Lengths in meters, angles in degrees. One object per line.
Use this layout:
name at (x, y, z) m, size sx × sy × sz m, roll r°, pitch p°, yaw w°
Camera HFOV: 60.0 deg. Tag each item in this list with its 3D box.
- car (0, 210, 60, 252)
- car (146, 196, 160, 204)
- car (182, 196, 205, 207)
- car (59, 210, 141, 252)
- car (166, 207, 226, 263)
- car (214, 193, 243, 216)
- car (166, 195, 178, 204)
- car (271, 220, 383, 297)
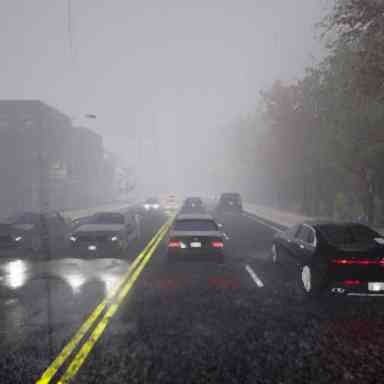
car at (-6.595, 1.478, 13.828) m, size 2.033 × 1.411 × 5.357 m, roll 0°, pitch 0°, yaw 0°
car at (-6.534, 1.326, 55.332) m, size 1.895 × 1.301 × 4.718 m, roll 0°, pitch 0°, yaw 1°
car at (0.113, 1.196, 31.600) m, size 2.097 × 1.767 × 4.553 m, roll 0°, pitch 0°, yaw 0°
car at (-3.346, 1.479, 13.826) m, size 2.033 × 1.411 × 5.357 m, roll 0°, pitch 0°, yaw 0°
car at (0.105, 1.490, 11.681) m, size 2.033 × 1.411 × 5.357 m, roll 0°, pitch 0°, yaw 0°
car at (3.362, 1.068, 31.071) m, size 2.150 × 2.045 × 5.566 m, roll 0°, pitch 0°, yaw 0°
car at (-3.287, 1.204, 55.301) m, size 1.882 × 1.535 × 5.008 m, roll 0°, pitch 0°, yaw 0°
car at (3.350, 1.462, 8.451) m, size 1.837 × 1.490 × 4.892 m, roll 0°, pitch 0°, yaw 0°
